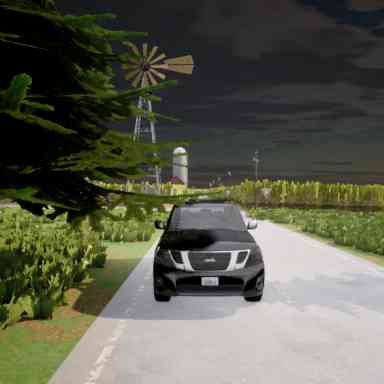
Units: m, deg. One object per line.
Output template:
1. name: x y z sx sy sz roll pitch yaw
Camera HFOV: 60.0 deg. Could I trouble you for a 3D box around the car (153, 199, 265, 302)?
1. car: 0.333 1.221 8.623 2.150 2.045 5.566 0 0 0
